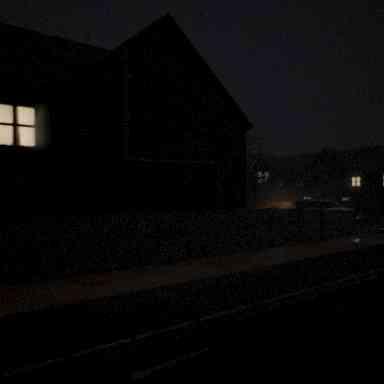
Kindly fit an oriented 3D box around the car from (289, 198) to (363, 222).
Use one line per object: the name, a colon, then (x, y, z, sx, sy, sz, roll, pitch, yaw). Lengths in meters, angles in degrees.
car: (10.247, 1.541, 26.025, 2.150, 2.045, 5.566, -1, 0, -36)
